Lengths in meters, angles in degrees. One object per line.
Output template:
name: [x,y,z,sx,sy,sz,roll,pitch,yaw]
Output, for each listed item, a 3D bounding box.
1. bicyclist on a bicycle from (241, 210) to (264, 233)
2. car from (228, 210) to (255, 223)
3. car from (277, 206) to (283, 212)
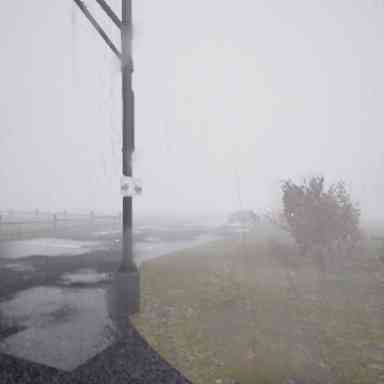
bicyclist on a bicycle: [4.314,2.114,23.792,1.656,1.620,0.582,0,-2,25]
car: [5.390,2.596,35.440,2.033,1.411,5.357,-1,-2,25]
car: [15.887,3.160,58.204,2.097,1.767,4.553,-1,-2,25]
